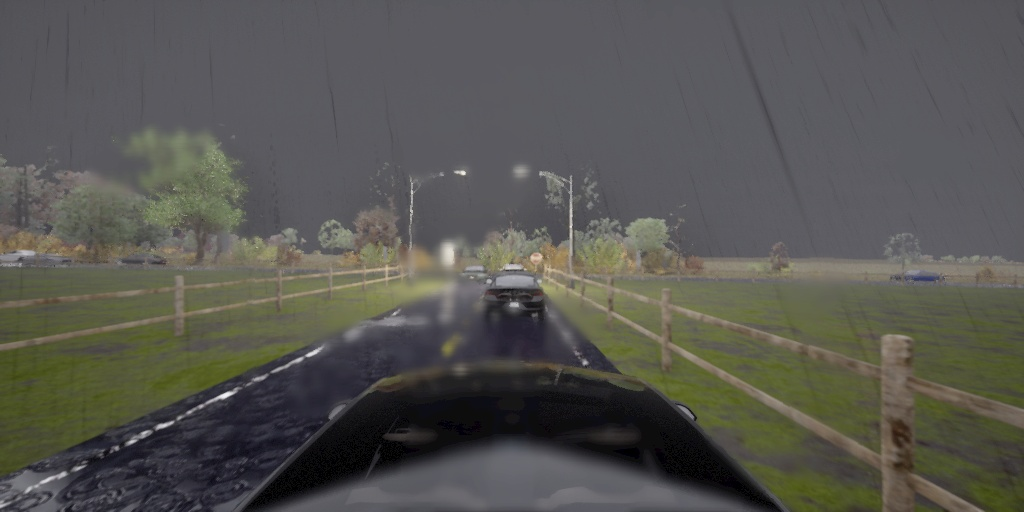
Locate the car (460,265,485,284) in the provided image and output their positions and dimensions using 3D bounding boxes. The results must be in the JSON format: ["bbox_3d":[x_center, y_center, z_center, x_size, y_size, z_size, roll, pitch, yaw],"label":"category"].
[{"bbox_3d":[-2.774,1.414,27.602,1.994,1.385,4.181,0,0,0],"label":"car"}]

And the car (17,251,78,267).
[{"bbox_3d":[-50.144,0.418,39.011,4.181,1.385,1.994,1,0,0],"label":"car"}]

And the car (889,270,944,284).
[{"bbox_3d":[46.971,2.391,41.701,5.008,1.535,1.882,2,0,0],"label":"car"}]

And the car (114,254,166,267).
[{"bbox_3d":[-43.296,0.487,41.788,4.892,1.490,1.837,2,1,1],"label":"car"}]

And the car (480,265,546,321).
[{"bbox_3d":[0.101,1.267,12.692,1.882,1.535,5.008,0,0,0],"label":"car"}]
